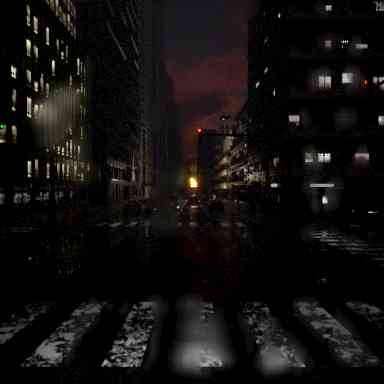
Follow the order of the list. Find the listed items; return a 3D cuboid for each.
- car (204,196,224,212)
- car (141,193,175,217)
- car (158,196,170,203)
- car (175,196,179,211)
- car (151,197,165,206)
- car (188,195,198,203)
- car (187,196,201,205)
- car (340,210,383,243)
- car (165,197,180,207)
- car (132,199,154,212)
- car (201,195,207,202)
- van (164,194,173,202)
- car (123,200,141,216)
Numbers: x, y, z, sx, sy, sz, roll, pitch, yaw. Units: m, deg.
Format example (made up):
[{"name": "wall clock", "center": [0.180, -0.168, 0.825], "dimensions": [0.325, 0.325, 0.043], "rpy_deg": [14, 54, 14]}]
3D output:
[{"name": "car", "center": [2.749, 1.540, 38.623], "dimensions": [2.008, 1.369, 4.403], "rpy_deg": [-1, 0, 0]}, {"name": "car", "center": [-3.045, 1.212, 31.115], "dimensions": [2.150, 2.045, 5.566], "rpy_deg": [0, 0, 0]}, {"name": "car", "center": [-5.576, 1.528, 66.911], "dimensions": [1.887, 1.381, 4.507], "rpy_deg": [-1, 0, 0]}, {"name": "car", "center": [-3.016, 1.210, 41.594], "dimensions": [2.150, 2.045, 5.566], "rpy_deg": [0, 0, 0]}, {"name": "car", "center": [-5.598, 1.530, 55.602], "dimensions": [1.887, 1.381, 4.507], "rpy_deg": [-1, 0, 0]}, {"name": "car", "center": [0.193, 1.488, 70.928], "dimensions": [2.128, 1.511, 4.902], "rpy_deg": [0, 0, 0]}, {"name": "car", "center": [0.211, 1.463, 58.858], "dimensions": [1.882, 1.535, 5.008], "rpy_deg": [0, 0, 0]}, {"name": "car", "center": [9.709, 1.538, 15.774], "dimensions": [5.008, 1.535, 1.882], "rpy_deg": [1, 1, 4]}, {"name": "car", "center": [-2.990, 1.534, 52.138], "dimensions": [2.033, 1.411, 5.357], "rpy_deg": [0, 0, 0]}, {"name": "car", "center": [-5.631, 1.555, 38.639], "dimensions": [1.947, 1.339, 4.313], "rpy_deg": [-1, 0, 0]}, {"name": "car", "center": [2.813, 1.422, 72.551], "dimensions": [1.967, 1.590, 4.097], "rpy_deg": [-1, 0, 0]}, {"name": "van", "center": [-5.558, 1.322, 78.221], "dimensions": [1.690, 1.788, 3.998], "rpy_deg": [-1, 0, 0]}, {"name": "car", "center": [-5.642, 1.516, 32.814], "dimensions": [1.752, 1.417, 4.829], "rpy_deg": [-1, 0, 0]}]
